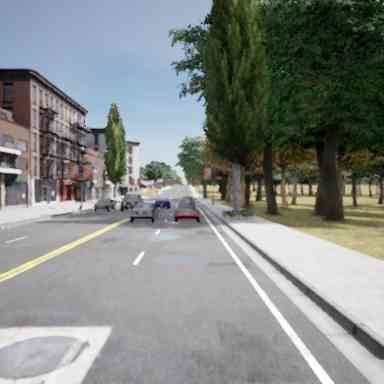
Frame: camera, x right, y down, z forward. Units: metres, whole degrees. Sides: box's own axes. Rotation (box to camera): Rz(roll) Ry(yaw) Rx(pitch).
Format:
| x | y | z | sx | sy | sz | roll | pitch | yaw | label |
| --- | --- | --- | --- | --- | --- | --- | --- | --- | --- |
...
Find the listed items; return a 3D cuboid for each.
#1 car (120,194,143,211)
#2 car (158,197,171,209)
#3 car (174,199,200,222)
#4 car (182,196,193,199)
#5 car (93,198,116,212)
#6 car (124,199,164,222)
| x | y | z | sx | sy | sz | roll | pitch | yaw | label |
| --- | --- | --- | --- | --- | --- | --- | --- | --- | --- |
| -7.130 | 1.244 | 39.967 | 2.150 | 2.045 | 5.566 | 0 | 0 | -1 | car |
| -3.873 | 1.459 | 44.960 | 1.882 | 1.535 | 5.008 | 0 | 0 | -1 | car |
| -0.374 | 1.531 | 26.387 | 1.994 | 1.385 | 4.181 | 0 | 0 | 0 | car |
| -0.608 | 1.312 | 43.561 | 2.097 | 1.767 | 4.553 | 0 | 0 | -1 | car |
| -10.377 | 1.549 | 39.888 | 1.837 | 1.490 | 4.892 | 0 | 0 | -1 | car |
| -3.620 | 1.534 | 25.944 | 2.033 | 1.411 | 5.357 | 0 | 0 | -1 | car |
